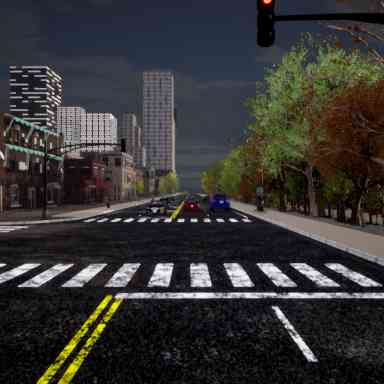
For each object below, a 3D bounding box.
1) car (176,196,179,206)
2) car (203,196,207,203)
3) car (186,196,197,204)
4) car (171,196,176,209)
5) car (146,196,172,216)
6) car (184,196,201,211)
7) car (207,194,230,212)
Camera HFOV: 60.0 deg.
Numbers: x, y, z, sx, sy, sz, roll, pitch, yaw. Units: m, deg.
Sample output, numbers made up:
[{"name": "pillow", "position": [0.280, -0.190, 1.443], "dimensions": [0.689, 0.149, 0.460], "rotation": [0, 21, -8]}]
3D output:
[{"name": "car", "position": [-3.456, 1.486, 53.181], "dimensions": [1.837, 1.490, 4.892], "rotation": [0, 0, 0]}, {"name": "car", "position": [3.192, 1.451, 67.018], "dimensions": [1.882, 1.535, 5.008], "rotation": [0, 0, 0]}, {"name": "car", "position": [-0.149, 1.523, 64.643], "dimensions": [2.033, 1.411, 5.357], "rotation": [0, 0, 0]}, {"name": "car", "position": [-3.440, 1.490, 43.041], "dimensions": [1.837, 1.490, 4.892], "rotation": [0, 0, 0]}, {"name": "car", "position": [-3.422, 1.481, 32.992], "dimensions": [2.128, 1.511, 4.902], "rotation": [0, 0, 0]}, {"name": "car", "position": [0.006, 1.550, 39.583], "dimensions": [1.994, 1.385, 4.181], "rotation": [0, 0, 0]}, {"name": "car", "position": [3.257, 1.208, 39.526], "dimensions": [2.150, 2.045, 5.566], "rotation": [0, 0, 0]}]
